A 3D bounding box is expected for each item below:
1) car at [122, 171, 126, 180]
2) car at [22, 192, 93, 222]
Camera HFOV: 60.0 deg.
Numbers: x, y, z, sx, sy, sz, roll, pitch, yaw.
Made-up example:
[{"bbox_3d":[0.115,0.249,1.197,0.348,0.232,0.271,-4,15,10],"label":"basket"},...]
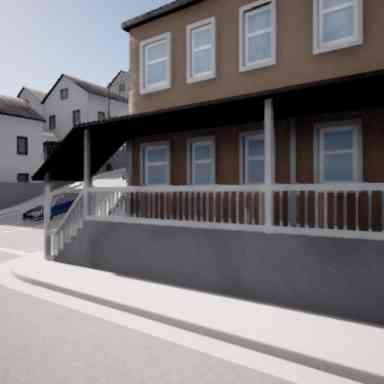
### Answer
[{"bbox_3d":[-4.783,-2.273,32.249,1.837,1.490,4.892,0,17,34],"label":"car"},{"bbox_3d":[-9.861,0.885,24.831,2.033,1.411,5.357,0,16,34],"label":"car"}]
